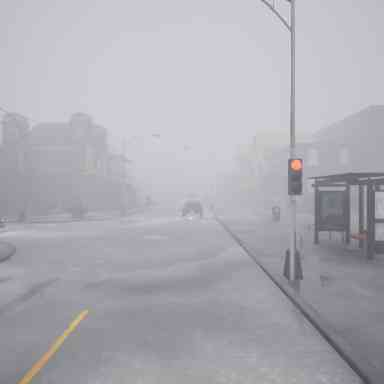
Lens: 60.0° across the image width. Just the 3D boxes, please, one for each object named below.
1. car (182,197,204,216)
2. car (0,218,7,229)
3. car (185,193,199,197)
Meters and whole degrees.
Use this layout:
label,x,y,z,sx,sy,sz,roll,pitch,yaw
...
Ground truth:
label,x,y,z,sx,sy,sz,roll,pitch,yaw
car,0.068,1.505,32.105,1.837,1.490,4.892,1,0,1
car,-13.115,1.547,17.961,5.357,1.411,2.033,0,0,-1
car,0.023,1.221,59.121,2.150,2.045,5.566,0,0,0
